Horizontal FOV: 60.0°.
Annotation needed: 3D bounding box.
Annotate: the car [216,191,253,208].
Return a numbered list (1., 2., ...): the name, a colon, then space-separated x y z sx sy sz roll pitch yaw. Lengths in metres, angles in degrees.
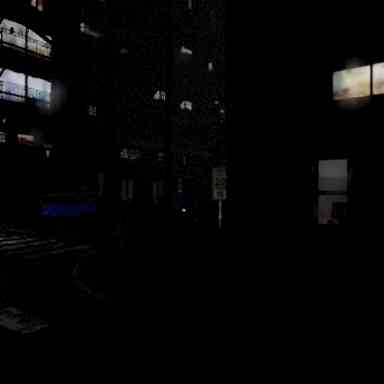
1. car: 5.137 0.803 39.613 2.192 1.841 5.009 1 1 35

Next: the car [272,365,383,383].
1. car: 2.086 1.586 1.249 4.313 1.339 1.947 1 0 35

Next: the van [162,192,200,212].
1. van: -1.335 0.895 30.373 1.690 1.788 3.998 1 1 35

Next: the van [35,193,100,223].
1. van: -7.807 0.963 21.134 1.690 1.788 3.998 1 1 35

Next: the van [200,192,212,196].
1. van: 1.901 0.862 34.993 1.690 1.788 3.998 1 1 35

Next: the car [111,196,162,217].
1. car: -4.572 1.170 25.757 1.802 1.307 4.206 1 1 35

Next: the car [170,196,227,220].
1. car: 0.611 1.182 23.900 1.994 1.385 4.181 0 1 35
